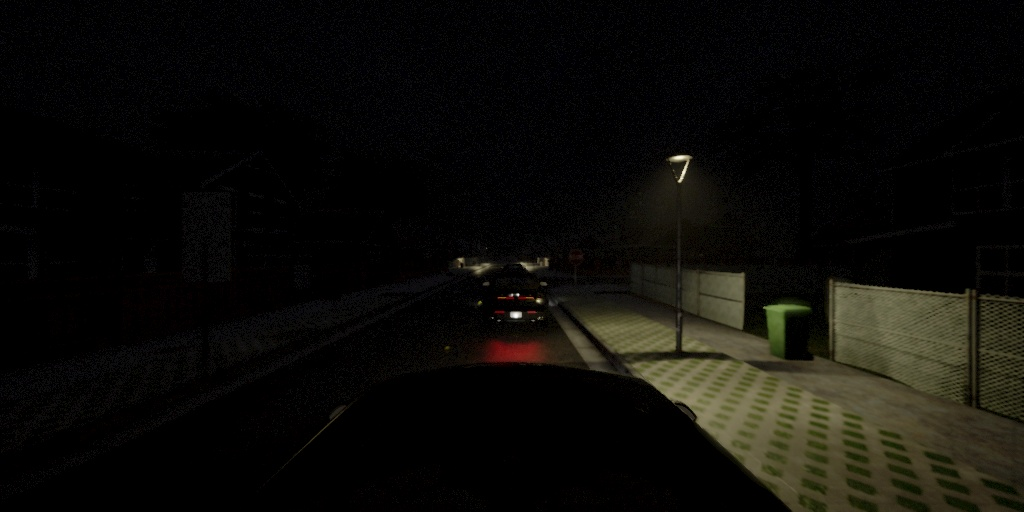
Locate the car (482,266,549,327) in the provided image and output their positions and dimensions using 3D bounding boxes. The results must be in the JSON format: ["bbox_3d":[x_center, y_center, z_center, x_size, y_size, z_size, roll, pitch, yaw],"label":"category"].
[{"bbox_3d":[0.101,1.245,11.514,1.837,1.490,4.892,0,0,0],"label":"car"}]

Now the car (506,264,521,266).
[{"bbox_3d":[0.108,1.285,27.615,1.994,1.385,4.181,0,0,0],"label":"car"}]
